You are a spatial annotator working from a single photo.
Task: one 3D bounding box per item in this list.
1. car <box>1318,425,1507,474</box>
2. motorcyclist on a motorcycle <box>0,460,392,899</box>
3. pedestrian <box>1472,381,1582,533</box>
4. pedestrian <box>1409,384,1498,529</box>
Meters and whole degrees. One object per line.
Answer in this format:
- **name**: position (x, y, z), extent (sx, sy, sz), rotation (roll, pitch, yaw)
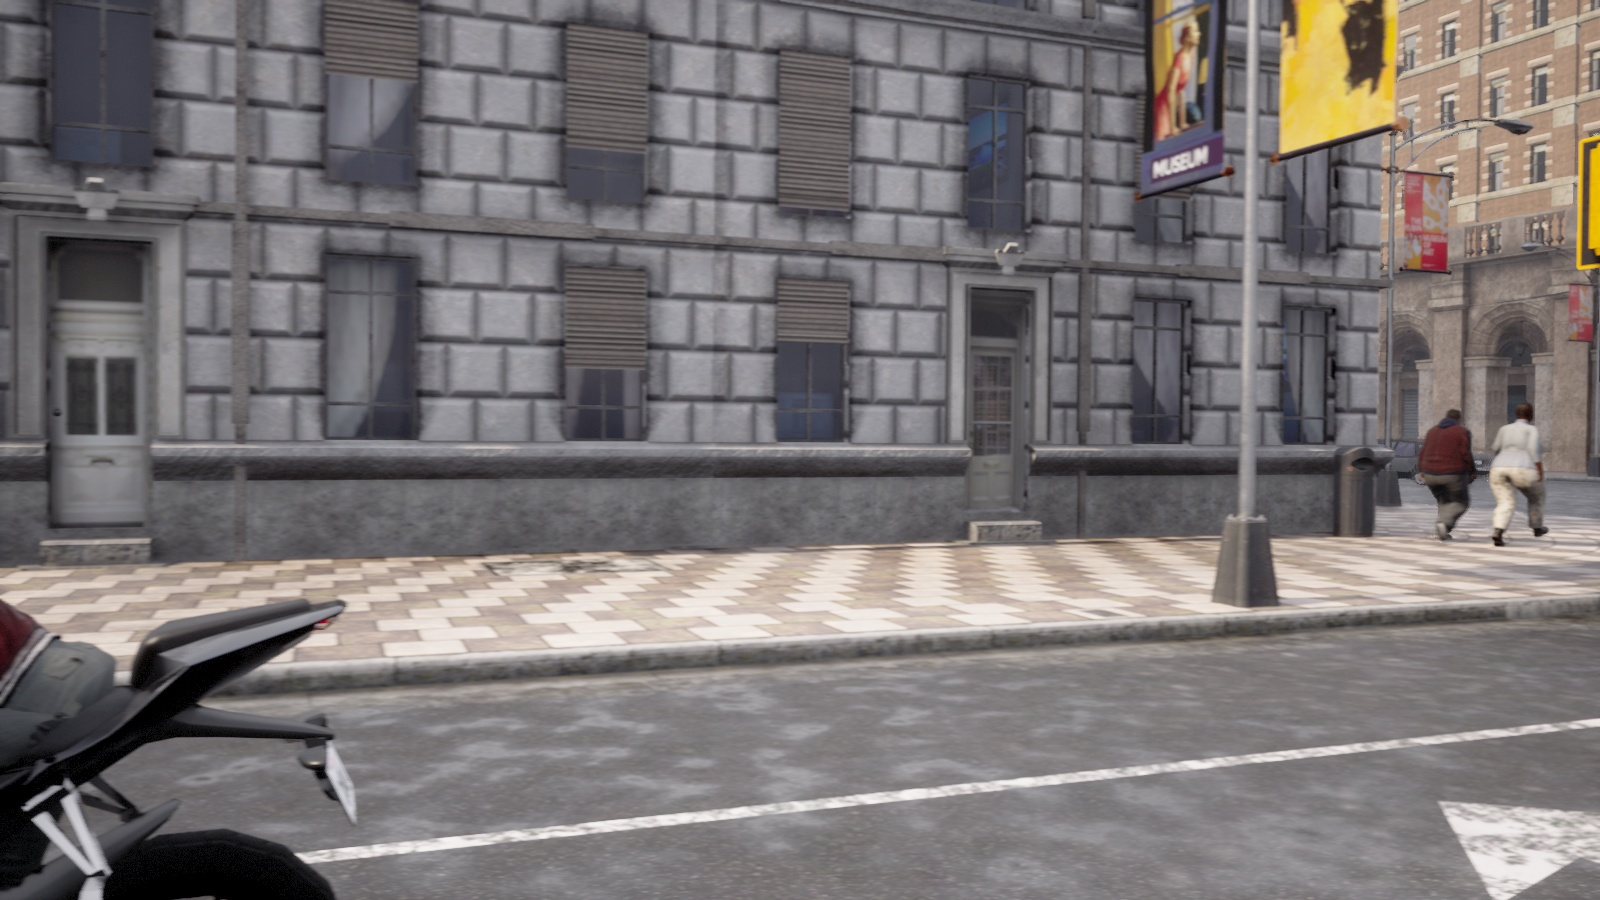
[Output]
- **car**: position (18.968, -0.049, 39.204), extent (2.033, 1.411, 5.357), rotation (-1, 1, -21)
- **motorcyclist on a motorcycle**: position (-1.982, 0.814, 2.485), extent (2.191, 1.530, 0.866), rotation (-1, 1, -21)
- **pedestrian**: position (9.206, 0.072, 15.910), extent (0.900, 1.855, 0.874), rotation (-1, 1, -30)
- **pedestrian**: position (8.560, 0.071, 16.463), extent (0.899, 1.844, 0.634), rotation (-1, 1, -28)
